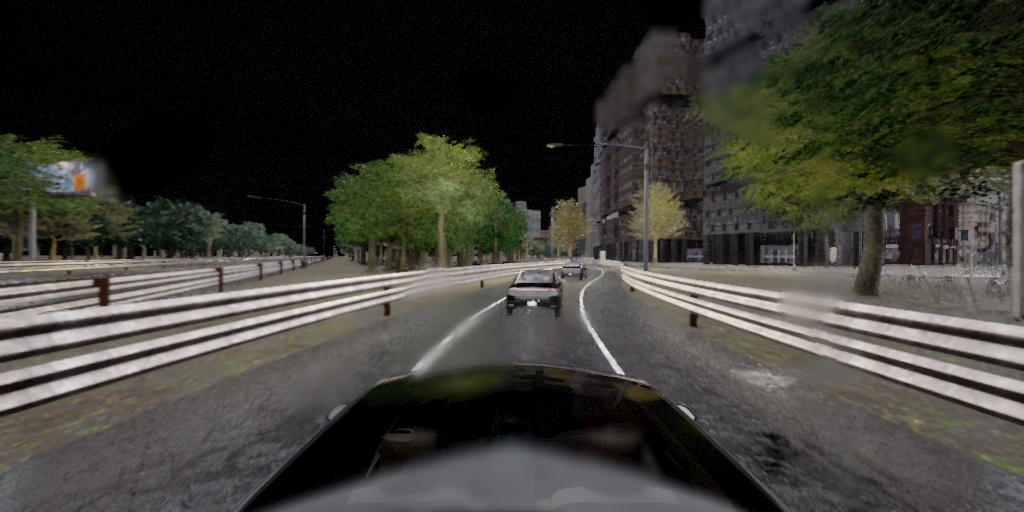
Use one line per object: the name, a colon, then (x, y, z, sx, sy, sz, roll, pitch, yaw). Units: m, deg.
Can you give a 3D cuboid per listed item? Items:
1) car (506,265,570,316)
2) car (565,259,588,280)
car: (0.978, 1.254, 13.386, 2.128, 1.511, 4.902, 0, 0, 9)
car: (5.424, 1.267, 31.033, 2.128, 1.511, 4.902, 0, 0, 18)
